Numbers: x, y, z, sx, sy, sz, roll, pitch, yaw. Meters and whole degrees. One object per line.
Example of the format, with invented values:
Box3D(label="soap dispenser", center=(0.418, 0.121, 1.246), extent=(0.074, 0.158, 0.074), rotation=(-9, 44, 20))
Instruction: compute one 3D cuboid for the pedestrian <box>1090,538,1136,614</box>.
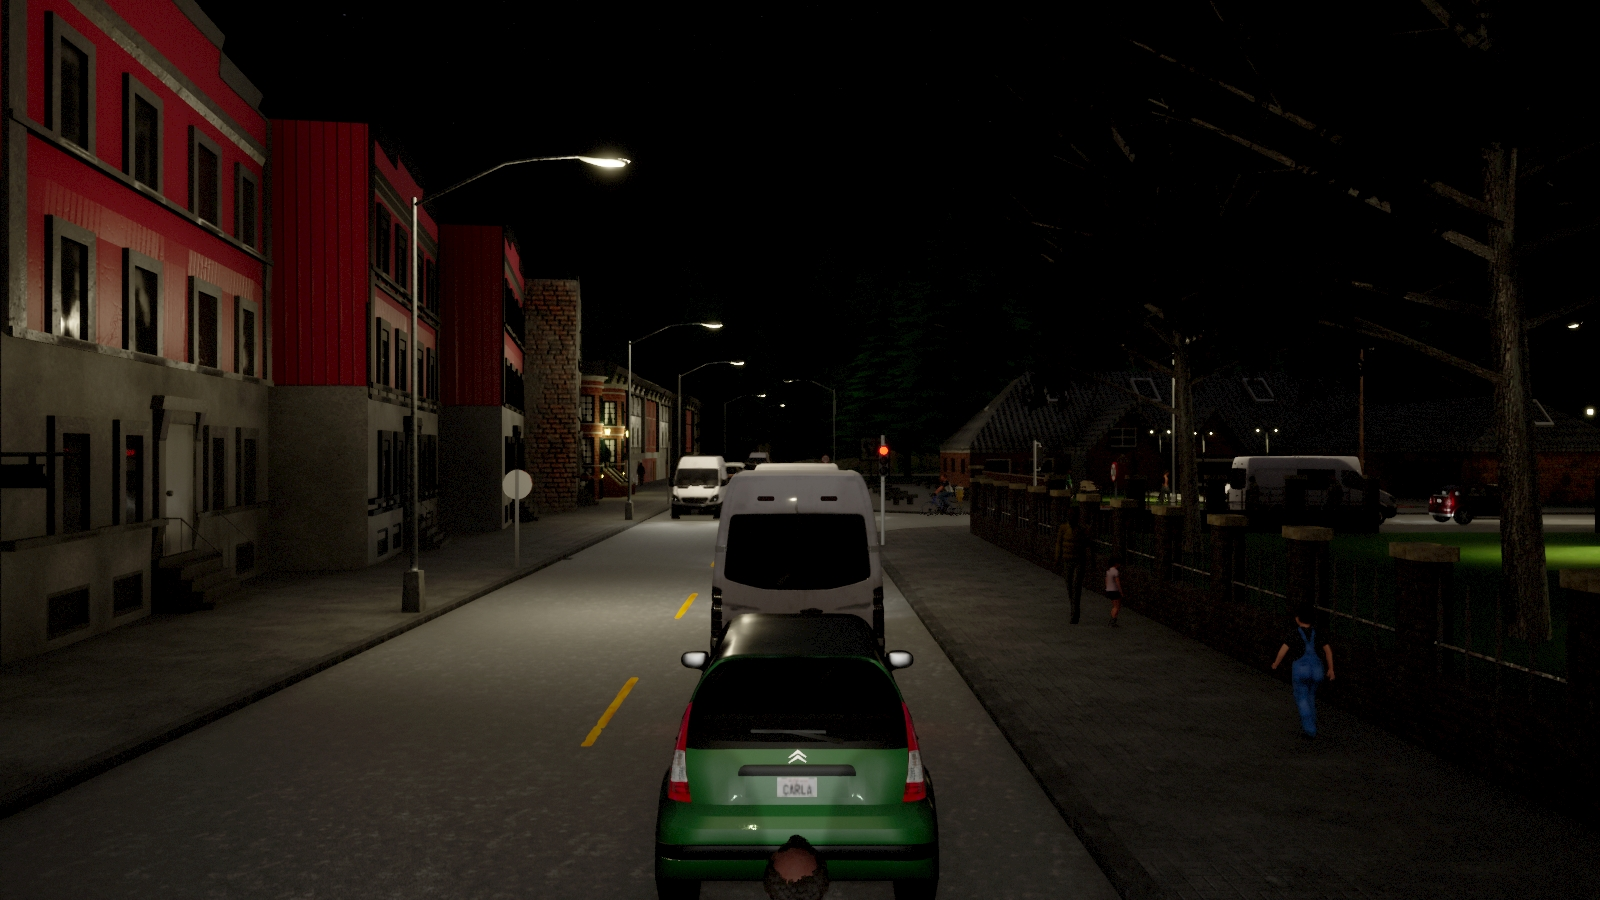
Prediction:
Box3D(label="pedestrian", center=(4.756, 1.904, 17.372), extent=(0.500, 1.100, 0.500), rotation=(0, 0, -14))

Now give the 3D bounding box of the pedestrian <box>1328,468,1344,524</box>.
Box3D(label="pedestrian", center=(17.883, 1.525, 38.101), extent=(0.375, 1.860, 0.375), rotation=(0, 0, 1))

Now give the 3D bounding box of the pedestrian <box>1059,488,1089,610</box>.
Box3D(label="pedestrian", center=(4.267, 1.525, 17.794), extent=(0.375, 1.860, 0.375), rotation=(0, 0, 28))

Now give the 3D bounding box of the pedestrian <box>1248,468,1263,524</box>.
Box3D(label="pedestrian", center=(15.227, 1.525, 38.196), extent=(0.375, 1.860, 0.375), rotation=(0, 0, 3))

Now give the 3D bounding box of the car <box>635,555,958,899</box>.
Box3D(label="car", center=(-0.023, 1.779, 8.527), extent=(1.851, 1.617, 3.988), rotation=(0, 0, 0))

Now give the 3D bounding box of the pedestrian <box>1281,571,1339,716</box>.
Box3D(label="pedestrian", center=(4.784, 1.805, 10.720), extent=(0.375, 1.300, 0.375), rotation=(0, 0, 0))

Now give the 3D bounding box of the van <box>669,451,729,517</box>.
Box3D(label="van", center=(-4.120, 1.314, 47.397), extent=(1.988, 2.561, 5.915), rotation=(0, 0, 0))

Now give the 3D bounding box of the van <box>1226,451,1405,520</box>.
Box3D(label="van", center=(19.552, 1.314, 43.543), extent=(5.915, 2.561, 1.988), rotation=(0, 0, 1))

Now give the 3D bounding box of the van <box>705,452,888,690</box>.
Box3D(label="van", center=(-0.048, 1.314, 15.312), extent=(1.988, 2.561, 5.915), rotation=(0, 0, 0))
